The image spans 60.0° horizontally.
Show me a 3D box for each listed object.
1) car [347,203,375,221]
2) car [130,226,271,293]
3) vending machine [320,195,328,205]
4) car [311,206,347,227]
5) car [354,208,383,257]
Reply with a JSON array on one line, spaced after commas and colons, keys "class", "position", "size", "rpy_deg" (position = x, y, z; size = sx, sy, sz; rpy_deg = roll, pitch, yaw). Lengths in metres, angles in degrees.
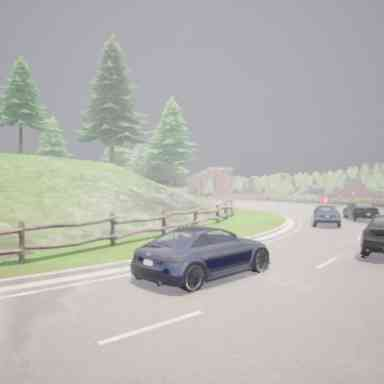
[{"class": "car", "position": [14.509, 1.650, 28.833], "size": [1.882, 1.535, 5.008], "rpy_deg": [0, 0, 12]}, {"class": "car", "position": [0.392, 1.635, 9.262], "size": [4.181, 1.385, 1.994], "rpy_deg": [0, 0, -45]}, {"class": "vending machine", "position": [26.773, 1.616, 67.378], "size": [1.100, 2.100, 0.880], "rpy_deg": [0, 0, -7]}, {"class": "car", "position": [9.853, 1.702, 24.505], "size": [2.033, 1.411, 5.357], "rpy_deg": [0, 0, 19]}, {"class": "car", "position": [7.654, 1.578, 12.526], "size": [1.837, 1.490, 4.892], "rpy_deg": [0, 0, 36]}]
